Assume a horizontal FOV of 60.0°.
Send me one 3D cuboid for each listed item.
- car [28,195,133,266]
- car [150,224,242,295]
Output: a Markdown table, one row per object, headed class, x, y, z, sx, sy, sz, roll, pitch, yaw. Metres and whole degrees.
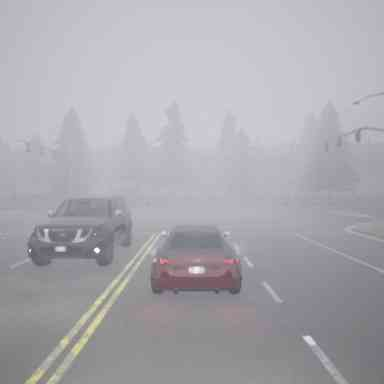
| class | x | y | z | sx | sy | sz | roll | pitch | yaw |
| --- | --- | --- | --- | --- | --- | --- | --- | --- | --- |
| car | -3.500 | 1.145 | 11.620 | 2.150 | 2.045 | 5.566 | 0 | 0 | 0 |
| car | 0.093 | 1.507 | 8.623 | 1.994 | 1.385 | 4.181 | 0 | 0 | 0 |
